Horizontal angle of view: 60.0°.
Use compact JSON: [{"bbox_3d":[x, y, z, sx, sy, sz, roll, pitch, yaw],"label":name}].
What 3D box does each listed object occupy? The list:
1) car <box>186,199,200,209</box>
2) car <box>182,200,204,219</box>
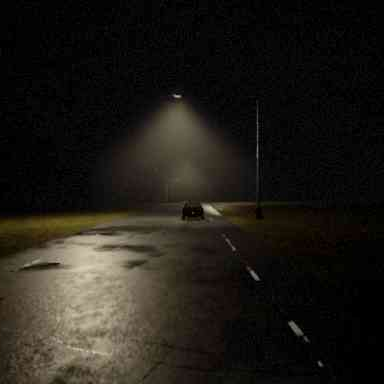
[{"bbox_3d":[0.143,1.875,50.892,1.994,1.385,4.181,0,0,1],"label":"car"},{"bbox_3d":[0.090,1.682,31.229,1.882,1.535,5.008,0,0,0],"label":"car"}]
